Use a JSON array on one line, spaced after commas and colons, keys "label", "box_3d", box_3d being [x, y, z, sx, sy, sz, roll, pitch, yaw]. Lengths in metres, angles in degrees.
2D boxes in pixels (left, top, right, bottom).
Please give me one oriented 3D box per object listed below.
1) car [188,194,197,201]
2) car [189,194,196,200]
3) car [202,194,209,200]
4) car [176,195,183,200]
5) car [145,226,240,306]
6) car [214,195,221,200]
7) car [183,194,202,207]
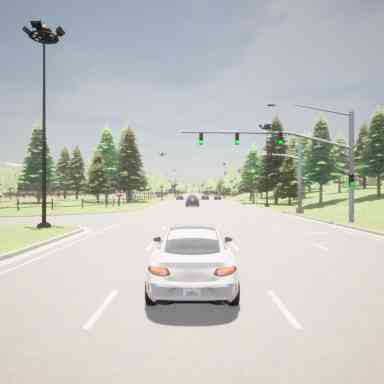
[{"label": "car", "box_3d": [0.128, 1.348, 82.798, 2.097, 1.767, 4.553, 0, 0, 0]}, {"label": "car", "box_3d": [0.144, 1.332, 92.832, 1.837, 1.490, 4.892, 0, 0, 0]}, {"label": "car", "box_3d": [3.644, 1.355, 93.209, 2.097, 1.767, 4.553, 0, 0, 0]}, {"label": "car", "box_3d": [-3.356, 1.553, 93.217, 1.994, 1.385, 4.181, 0, 0, 0]}, {"label": "car", "box_3d": [0.018, 1.526, 7.895, 1.812, 1.442, 4.674, 0, 0, 0]}, {"label": "car", "box_3d": [7.144, 1.525, 93.234, 2.128, 1.511, 4.902, 0, 0, 0]}, {"label": "car", "box_3d": [0.080, 1.352, 51.769, 2.097, 1.767, 4.553, 0, 0, 0]}]
